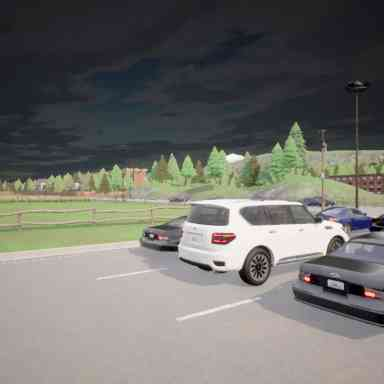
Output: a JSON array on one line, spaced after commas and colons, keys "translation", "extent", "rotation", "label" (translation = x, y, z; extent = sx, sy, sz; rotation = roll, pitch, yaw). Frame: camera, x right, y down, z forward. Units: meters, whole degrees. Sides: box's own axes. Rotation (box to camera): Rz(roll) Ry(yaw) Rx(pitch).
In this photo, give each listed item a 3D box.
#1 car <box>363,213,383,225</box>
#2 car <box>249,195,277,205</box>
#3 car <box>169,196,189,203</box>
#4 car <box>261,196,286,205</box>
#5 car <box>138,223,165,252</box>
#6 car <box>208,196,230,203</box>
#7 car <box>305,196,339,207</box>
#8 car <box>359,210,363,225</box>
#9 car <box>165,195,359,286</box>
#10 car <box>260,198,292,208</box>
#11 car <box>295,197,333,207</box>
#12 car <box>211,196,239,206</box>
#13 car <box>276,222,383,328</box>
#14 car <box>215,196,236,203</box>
[{"translation": [10.306, 1.478, 15.469], "extent": [5.008, 1.535, 1.882], "rotation": [0, 0, -35], "label": "car"}, {"translation": [12.670, 1.352, 59.415], "extent": [2.097, 1.767, 4.553], "rotation": [0, 0, -36], "label": "car"}, {"translation": [-2.740, 1.600, 68.711], "extent": [1.895, 1.301, 4.718], "rotation": [0, 0, -36], "label": "car"}, {"translation": [15.160, 1.563, 61.962], "extent": [1.994, 1.385, 4.181], "rotation": [0, 0, -36], "label": "car"}, {"translation": [0.660, 1.547, 12.834], "extent": [5.357, 1.411, 2.033], "rotation": [0, 0, -36], "label": "car"}, {"translation": [5.572, 1.601, 69.231], "extent": [1.895, 1.301, 4.718], "rotation": [0, 0, -36], "label": "car"}, {"translation": [20.971, 1.505, 53.996], "extent": [1.837, 1.490, 4.892], "rotation": [0, 0, -36], "label": "car"}, {"translation": [8.442, 1.526, 18.431], "extent": [4.674, 1.442, 1.812], "rotation": [0, 0, -36], "label": "car"}, {"translation": [2.240, 1.221, 9.662], "extent": [5.566, 2.045, 2.150], "rotation": [0, 0, -35], "label": "car"}, {"translation": [12.191, 1.564, 48.206], "extent": [1.994, 1.385, 4.181], "rotation": [0, 0, -36], "label": "car"}, {"translation": [18.703, 1.547, 51.164], "extent": [2.033, 1.411, 5.357], "rotation": [0, 0, -36], "label": "car"}, {"translation": [5.594, 1.478, 57.212], "extent": [1.882, 1.535, 5.008], "rotation": [0, 0, -36], "label": "car"}, {"translation": [4.357, 1.547, 6.871], "extent": [5.357, 1.411, 2.033], "rotation": [0, 0, -36], "label": "car"}, {"translation": [7.312, 1.595, 72.775], "extent": [1.895, 1.301, 4.718], "rotation": [0, 0, -36], "label": "car"}]
